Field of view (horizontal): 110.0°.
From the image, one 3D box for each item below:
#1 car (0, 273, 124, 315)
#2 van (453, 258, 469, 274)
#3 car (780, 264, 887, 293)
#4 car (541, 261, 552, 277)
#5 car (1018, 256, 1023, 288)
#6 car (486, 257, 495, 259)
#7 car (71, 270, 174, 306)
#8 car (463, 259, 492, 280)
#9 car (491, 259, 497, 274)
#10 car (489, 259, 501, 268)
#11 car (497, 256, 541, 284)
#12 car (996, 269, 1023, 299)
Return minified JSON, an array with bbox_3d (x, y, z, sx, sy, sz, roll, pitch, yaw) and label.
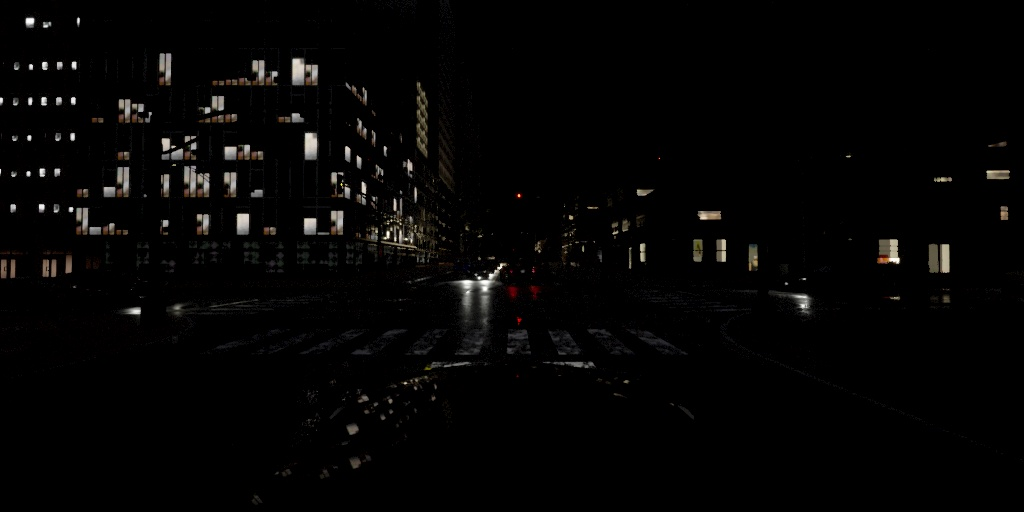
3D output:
[{"bbox_3d":[-17.398,1.413,13.170,4.207,1.307,1.802,0,0,1],"label":"car"},{"bbox_3d":[-5.618,1.097,40.623,1.690,1.789,3.998,0,0,0],"label":"van"},{"bbox_3d":[16.577,1.136,18.588,4.674,1.442,1.812,-1,-1,1],"label":"car"},{"bbox_3d":[2.752,1.196,34.972,1.967,1.591,4.097,0,0,0],"label":"car"},{"bbox_3d":[29.811,0.841,18.433,4.553,1.767,2.097,0,-1,1],"label":"car"},{"bbox_3d":[-3.003,1.305,52.300,2.033,1.411,5.357,0,0,0],"label":"car"},{"bbox_3d":[-17.868,1.360,15.783,5.008,1.535,1.882,-1,-1,1],"label":"car"},{"bbox_3d":[-3.018,1.281,32.071,1.812,1.442,4.674,0,0,-1],"label":"car"},{"bbox_3d":[-3.024,1.321,42.020,1.994,1.385,4.181,0,0,0],"label":"car"},{"bbox_3d":[-2.938,1.236,62.720,1.882,1.535,5.008,0,0,1],"label":"car"},{"bbox_3d":[0.396,1.107,27.215,2.097,1.767,4.553,0,0,-10],"label":"car"},{"bbox_3d":[20.710,0.995,12.734,4.829,1.417,1.751,0,0,1],"label":"car"}]
